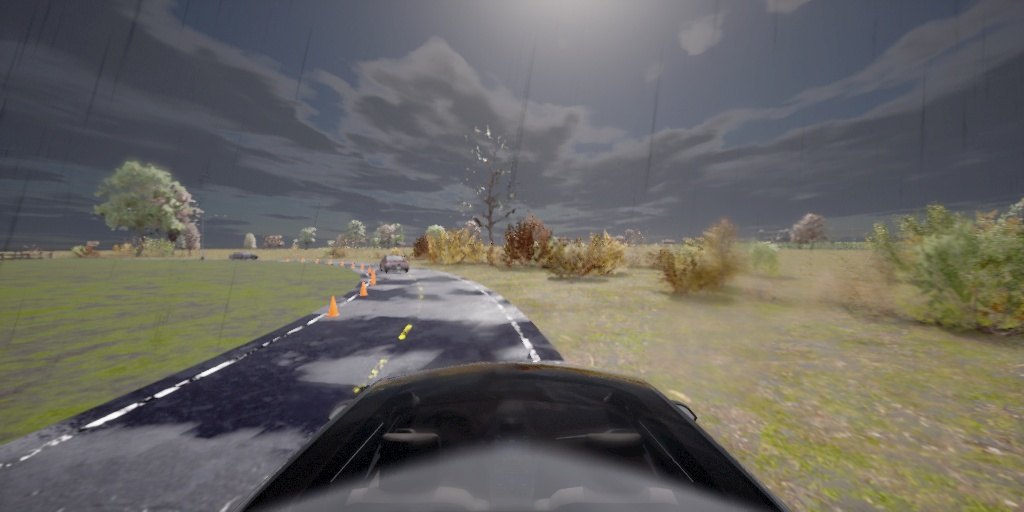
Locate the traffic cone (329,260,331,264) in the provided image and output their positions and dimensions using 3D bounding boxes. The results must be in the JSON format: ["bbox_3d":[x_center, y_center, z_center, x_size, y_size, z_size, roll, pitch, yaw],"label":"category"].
[{"bbox_3d":[-22.697,0.718,44.756,0.340,0.580,0.340,0,0,-44],"label":"traffic cone"}]

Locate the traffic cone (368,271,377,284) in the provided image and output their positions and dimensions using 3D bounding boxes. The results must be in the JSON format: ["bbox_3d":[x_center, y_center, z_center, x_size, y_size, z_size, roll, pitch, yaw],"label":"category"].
[{"bbox_3d":[-7.828,1.292,20.240,0.340,0.580,0.340,0,0,-19],"label":"traffic cone"}]

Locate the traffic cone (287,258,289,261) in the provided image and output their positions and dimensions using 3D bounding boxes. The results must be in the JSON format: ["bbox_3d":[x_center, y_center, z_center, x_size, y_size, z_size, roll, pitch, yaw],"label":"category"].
[{"bbox_3d":[-33.777,0.525,53.995,0.340,0.580,0.340,0,0,34],"label":"traffic cone"}]

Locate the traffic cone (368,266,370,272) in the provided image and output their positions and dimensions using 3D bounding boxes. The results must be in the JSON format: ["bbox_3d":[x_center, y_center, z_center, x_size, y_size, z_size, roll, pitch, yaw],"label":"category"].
[{"bbox_3d":[-11.561,1.085,29.114,0.340,0.580,0.340,0,0,-27],"label":"traffic cone"}]

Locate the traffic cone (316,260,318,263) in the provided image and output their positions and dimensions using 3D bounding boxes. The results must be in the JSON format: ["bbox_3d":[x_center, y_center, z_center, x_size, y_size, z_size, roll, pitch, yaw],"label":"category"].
[{"bbox_3d":[-26.161,0.645,48.104,0.340,0.580,0.340,0,0,42],"label":"traffic cone"}]

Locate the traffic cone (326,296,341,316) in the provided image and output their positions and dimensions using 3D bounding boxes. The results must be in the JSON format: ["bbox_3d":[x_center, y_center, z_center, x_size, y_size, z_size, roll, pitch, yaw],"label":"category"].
[{"bbox_3d":[-5.435,1.511,10.916,0.340,0.580,0.340,0,0,-10],"label":"traffic cone"}]

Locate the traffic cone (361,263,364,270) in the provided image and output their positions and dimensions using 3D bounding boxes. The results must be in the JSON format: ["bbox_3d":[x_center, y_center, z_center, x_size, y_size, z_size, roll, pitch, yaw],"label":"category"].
[{"bbox_3d":[-13.905,0.986,33.321,0.340,0.580,0.340,0,0,-31],"label":"traffic cone"}]

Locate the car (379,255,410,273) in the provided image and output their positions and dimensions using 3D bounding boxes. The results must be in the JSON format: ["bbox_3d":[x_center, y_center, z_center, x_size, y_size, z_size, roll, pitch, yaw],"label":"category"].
[{"bbox_3d":[-9.996,0.630,30.300,1.812,1.442,4.674,0,1,-28],"label":"car"}]

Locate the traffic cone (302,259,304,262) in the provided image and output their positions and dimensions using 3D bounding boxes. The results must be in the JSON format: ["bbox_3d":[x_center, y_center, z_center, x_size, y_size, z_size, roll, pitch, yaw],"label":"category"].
[{"bbox_3d":[-29.861,0.581,51.188,0.340,0.580,0.340,0,0,38],"label":"traffic cone"}]

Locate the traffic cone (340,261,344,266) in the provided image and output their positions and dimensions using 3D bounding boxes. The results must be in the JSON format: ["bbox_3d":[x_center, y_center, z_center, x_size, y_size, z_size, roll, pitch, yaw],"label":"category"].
[{"bbox_3d":[-19.489,0.800,41.163,0.340,0.580,0.340,0,0,-40],"label":"traffic cone"}]

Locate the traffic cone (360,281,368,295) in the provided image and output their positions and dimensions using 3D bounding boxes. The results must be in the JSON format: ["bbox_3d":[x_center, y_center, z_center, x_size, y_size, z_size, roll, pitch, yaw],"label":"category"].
[{"bbox_3d":[-6.460,1.400,15.622,0.340,0.580,0.340,0,0,-14],"label":"traffic cone"}]

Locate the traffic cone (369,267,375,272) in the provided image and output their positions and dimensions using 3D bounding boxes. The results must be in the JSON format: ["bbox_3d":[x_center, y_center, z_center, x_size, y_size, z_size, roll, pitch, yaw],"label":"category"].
[{"bbox_3d":[-9.531,1.187,24.746,0.340,0.580,0.340,0,0,-23],"label":"traffic cone"}]

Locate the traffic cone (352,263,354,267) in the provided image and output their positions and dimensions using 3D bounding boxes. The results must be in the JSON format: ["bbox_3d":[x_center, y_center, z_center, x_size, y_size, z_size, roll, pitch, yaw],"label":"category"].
[{"bbox_3d":[-16.553,0.890,37.345,0.340,0.580,0.340,0,0,-35],"label":"traffic cone"}]
